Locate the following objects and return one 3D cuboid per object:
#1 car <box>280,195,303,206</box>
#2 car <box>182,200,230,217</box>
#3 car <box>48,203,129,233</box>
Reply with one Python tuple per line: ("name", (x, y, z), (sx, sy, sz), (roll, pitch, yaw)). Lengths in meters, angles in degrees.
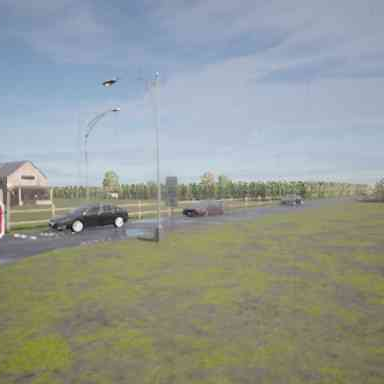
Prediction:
("car", (13.966, 1.175, 46.471), (1.837, 1.490, 4.892), (-1, 0, 37))
("car", (1.356, 1.402, 29.599), (2.033, 1.411, 5.357), (-1, 0, 37))
("car", (-6.001, 1.471, 19.771), (1.837, 1.490, 4.892), (-1, 0, 38))
